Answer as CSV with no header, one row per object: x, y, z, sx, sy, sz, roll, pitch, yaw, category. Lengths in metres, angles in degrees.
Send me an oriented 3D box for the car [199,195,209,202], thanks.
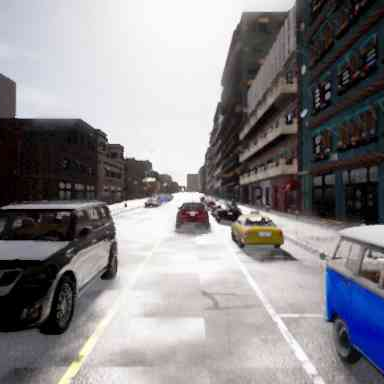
2.710,1.512,75.836,2.008,1.369,4.403,1,0,0,car

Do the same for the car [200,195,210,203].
2.711,1.408,70.257,1.967,1.590,4.097,1,0,0,car

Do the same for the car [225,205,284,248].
2.703,1.528,14.619,1.752,1.417,4.829,1,0,0,car

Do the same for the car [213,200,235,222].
2.704,1.566,25.611,1.947,1.339,4.313,1,0,0,car

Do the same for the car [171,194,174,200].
-5.671,1.506,75.795,1.887,1.381,4.507,1,0,0,car

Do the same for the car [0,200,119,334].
-3.085,1.225,7.098,2.150,2.045,5.566,0,0,0,car

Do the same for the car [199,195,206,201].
2.710,1.527,86.999,1.802,1.307,4.206,1,0,0,car

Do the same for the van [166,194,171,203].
-5.668,1.316,64.635,1.690,1.788,3.998,1,0,0,van

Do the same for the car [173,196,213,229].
0.053,1.353,21.912,2.097,1.767,4.553,0,0,0,car

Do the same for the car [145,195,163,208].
-5.674,1.555,47.894,1.947,1.339,4.313,1,0,0,car

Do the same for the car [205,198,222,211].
2.706,1.536,42.354,1.887,1.381,4.507,1,0,0,car

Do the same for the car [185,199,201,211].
0.098,1.593,42.201,1.895,1.301,4.718,0,0,0,car

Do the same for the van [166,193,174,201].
-5.666,1.286,86.956,1.690,1.788,3.998,1,0,0,van

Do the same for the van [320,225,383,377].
2.705,1.342,3.289,1.690,1.788,3.998,1,0,0,van

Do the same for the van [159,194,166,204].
-5.670,1.326,53.474,1.690,1.788,3.998,1,0,0,van
